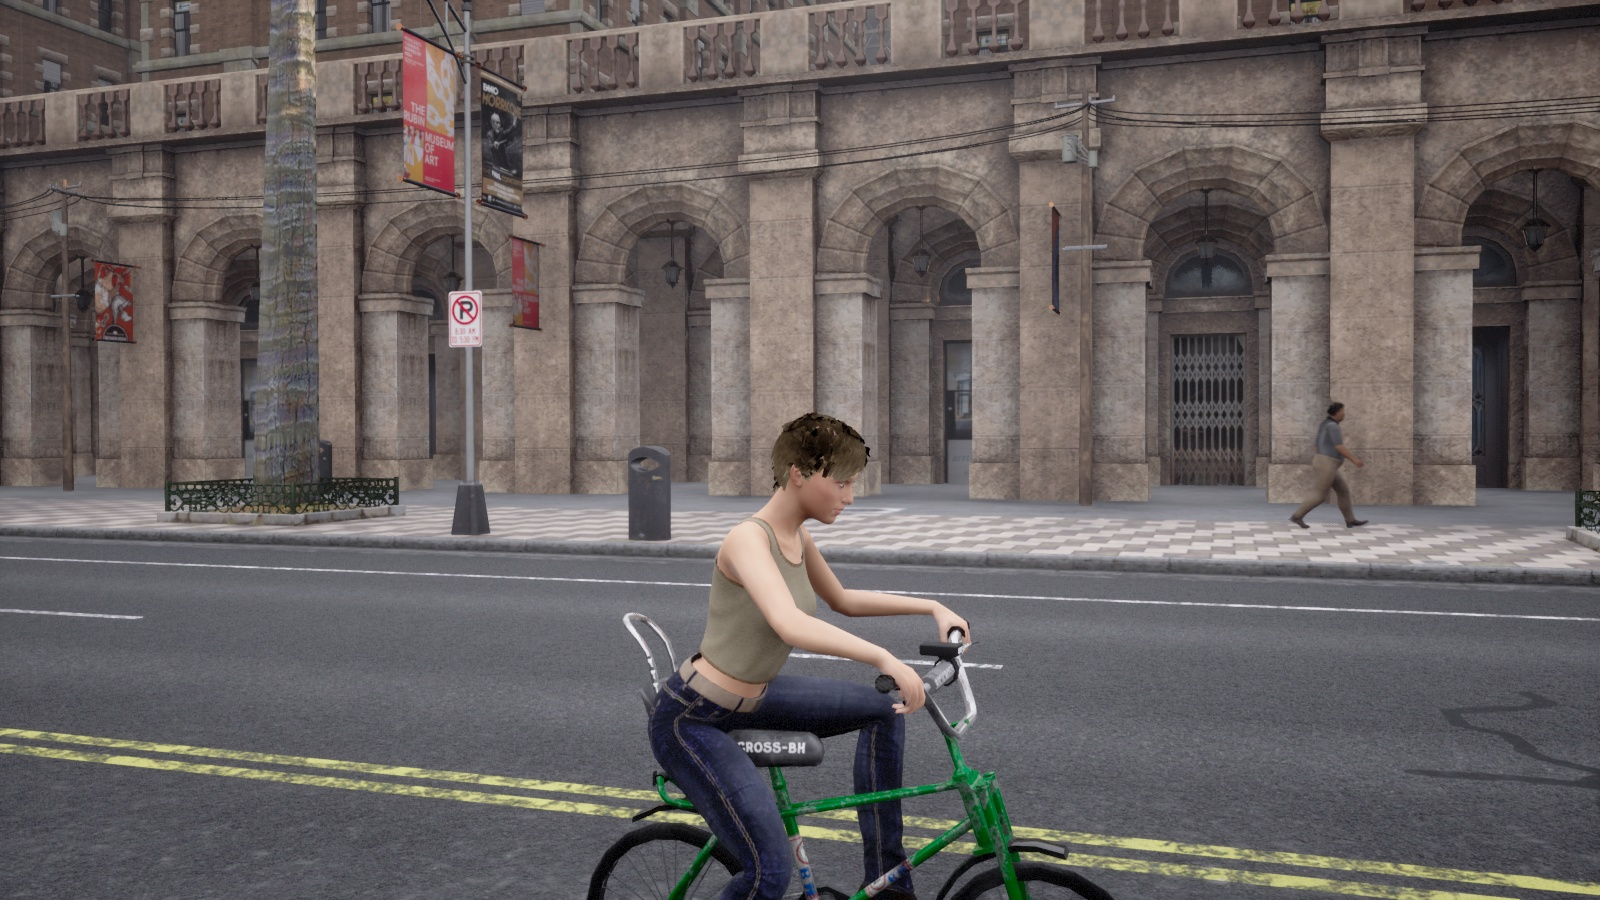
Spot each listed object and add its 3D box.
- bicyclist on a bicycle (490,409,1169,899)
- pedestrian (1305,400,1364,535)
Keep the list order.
[{"bbox_3d":[0.116,0.713,3.158,1.509,1.612,0.866,1,1,19],"label":"bicyclist on a bicycle"},{"bbox_3d":[7.431,0.231,17.474,0.694,1.848,0.540,1,1,18],"label":"pedestrian"}]
